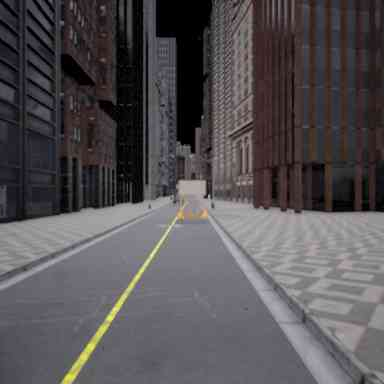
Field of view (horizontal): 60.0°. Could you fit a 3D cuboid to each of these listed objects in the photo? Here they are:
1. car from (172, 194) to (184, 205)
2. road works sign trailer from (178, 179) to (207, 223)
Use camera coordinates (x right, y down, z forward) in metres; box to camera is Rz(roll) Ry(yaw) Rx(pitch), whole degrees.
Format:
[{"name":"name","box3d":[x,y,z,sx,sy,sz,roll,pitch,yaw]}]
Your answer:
[{"name":"car","box3d":[-2.961,1.688,71.750,2.150,2.045,5.566,0,0,0]},{"name":"road works sign trailer","box3d":[0.015,0.695,27.868,2.380,3.560,2.880,0,0,0]}]
